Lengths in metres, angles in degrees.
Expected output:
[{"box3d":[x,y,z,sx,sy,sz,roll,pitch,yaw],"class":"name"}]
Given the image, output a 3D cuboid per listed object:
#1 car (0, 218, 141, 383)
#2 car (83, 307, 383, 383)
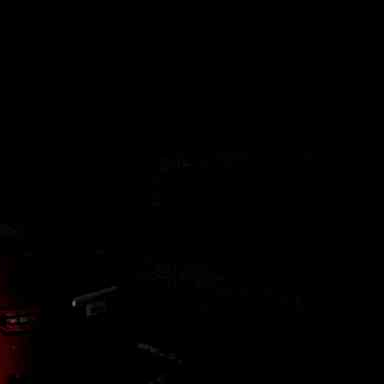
[{"box3d":[-2.957,1.315,4.930,5.009,1.841,2.192,0,0,36],"class":"car"},{"box3d":[1.528,1.582,1.715,4.206,1.307,1.802,0,0,36],"class":"car"}]
